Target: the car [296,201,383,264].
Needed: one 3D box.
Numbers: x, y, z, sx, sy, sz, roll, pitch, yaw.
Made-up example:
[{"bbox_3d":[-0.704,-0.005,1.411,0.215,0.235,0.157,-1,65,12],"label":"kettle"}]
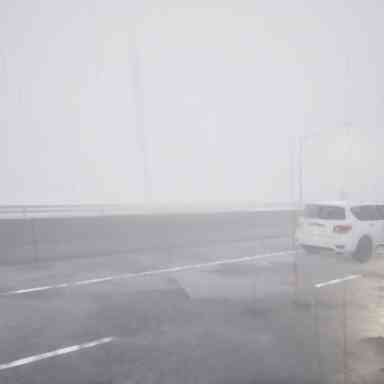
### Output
[{"bbox_3d":[6.341,1.357,12.645,5.566,2.045,2.150,0,0,-35],"label":"car"}]
